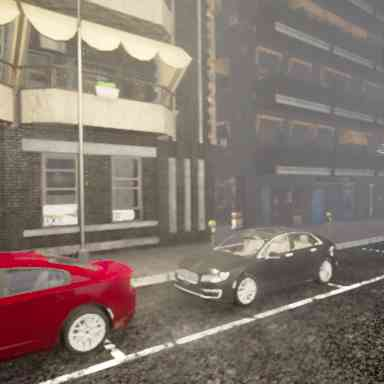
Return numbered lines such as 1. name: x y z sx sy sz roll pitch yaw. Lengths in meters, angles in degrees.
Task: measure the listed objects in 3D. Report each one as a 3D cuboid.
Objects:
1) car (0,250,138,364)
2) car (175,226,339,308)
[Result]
1. car: -2.958 1.544 4.462 4.507 1.381 1.887 0 0 -36
2. car: 1.664 1.525 7.760 4.403 1.369 2.008 0 -1 -36
